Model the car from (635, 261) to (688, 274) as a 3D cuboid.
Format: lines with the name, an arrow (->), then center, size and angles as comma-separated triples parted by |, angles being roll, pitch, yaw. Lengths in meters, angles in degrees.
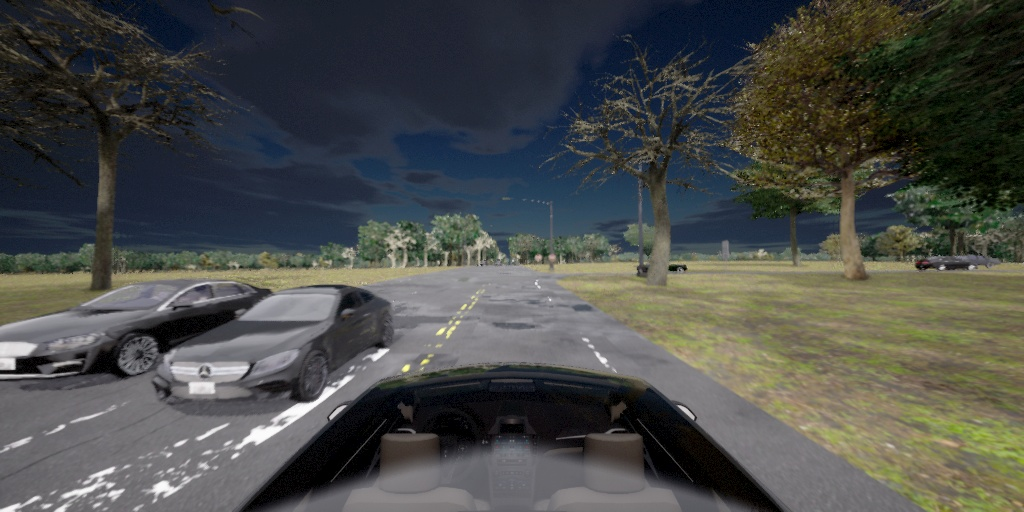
car -> 14.911, 1.122, 35.905 | 4.718, 1.301, 1.895 | 0, -2, 0

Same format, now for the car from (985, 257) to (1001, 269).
car -> 50.084, 0.609, 39.408 | 5.357, 1.411, 2.033 | 0, -2, 0

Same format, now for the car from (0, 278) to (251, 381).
car -> -7.092, 1.240, 7.437 | 2.128, 1.511, 4.902 | 0, 0, 0

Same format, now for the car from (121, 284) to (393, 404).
car -> -3.594, 1.275, 6.489 | 1.812, 1.442, 4.674 | 0, 0, 0

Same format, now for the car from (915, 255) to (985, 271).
car -> 43.385, 0.785, 35.867 | 4.892, 1.490, 1.837 | 0, -2, 1
